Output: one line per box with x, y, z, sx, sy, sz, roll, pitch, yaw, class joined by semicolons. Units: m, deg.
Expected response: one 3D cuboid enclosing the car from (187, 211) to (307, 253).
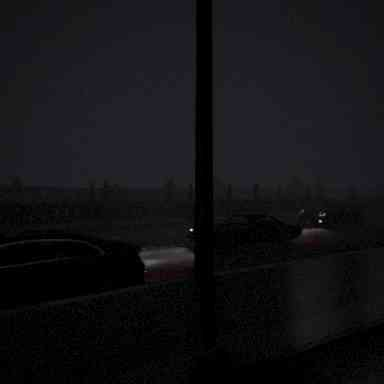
2.188;1.569;13.525;4.718;1.301;1.895;0;0;-31;car

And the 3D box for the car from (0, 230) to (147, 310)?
-3.198;1.470;5.855;4.902;1.511;2.128;0;0;-35;car

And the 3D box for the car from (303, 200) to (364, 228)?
9.090;1.312;21.707;4.553;1.767;2.097;0;0;-31;car
